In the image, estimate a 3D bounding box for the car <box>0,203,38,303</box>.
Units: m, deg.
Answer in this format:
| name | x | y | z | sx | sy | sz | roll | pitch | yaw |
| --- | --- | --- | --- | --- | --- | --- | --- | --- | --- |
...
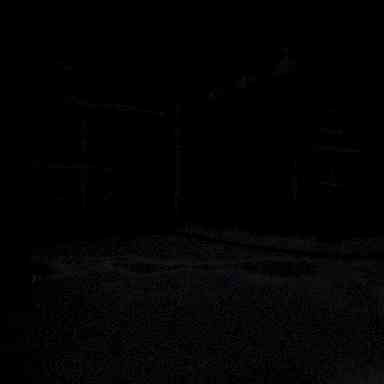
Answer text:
| name | x | y | z | sx | sy | sz | roll | pitch | yaw |
| --- | --- | --- | --- | --- | --- | --- | --- | --- | --- |
| car | -4.493 | 1.175 | 5.783 | 1.905 | 1.878 | 3.866 | 6 | 2 | 12 |
